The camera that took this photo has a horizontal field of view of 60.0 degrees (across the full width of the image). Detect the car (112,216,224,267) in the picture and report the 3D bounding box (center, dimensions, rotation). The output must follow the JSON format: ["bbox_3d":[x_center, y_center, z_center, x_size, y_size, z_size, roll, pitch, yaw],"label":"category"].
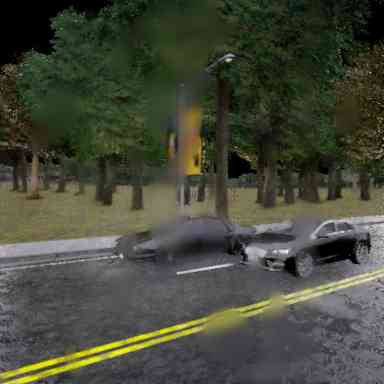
[{"bbox_3d":[0.026,1.572,11.685,5.357,1.411,2.033,0,0,-35],"label":"car"}]

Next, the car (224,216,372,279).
[{"bbox_3d":[3.632,1.524,10.265,4.902,1.511,2.128,0,0,-35],"label":"car"}]
